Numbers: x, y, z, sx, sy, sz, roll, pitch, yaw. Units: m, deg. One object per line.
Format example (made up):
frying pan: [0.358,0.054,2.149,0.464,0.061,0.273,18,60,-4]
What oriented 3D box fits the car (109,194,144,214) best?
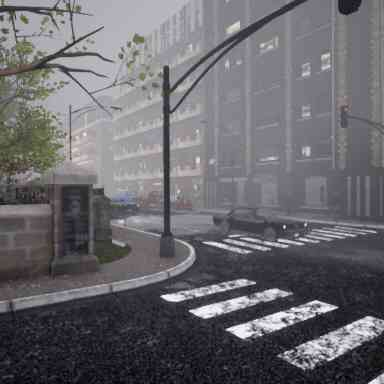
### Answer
car: [-6.271,1.150,28.754,1.895,1.301,4.718,0,1,-36]

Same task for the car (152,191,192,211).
car: [-1.757,0.950,32.413,1.967,1.590,4.097,1,1,-36]

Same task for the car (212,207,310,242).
car: [3.142,1.450,15.901,1.895,1.301,4.718,0,2,-36]

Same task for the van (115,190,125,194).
van: [-8.280,0.655,41.324,1.690,1.788,3.998,1,1,-36]

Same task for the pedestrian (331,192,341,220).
pedestrian: [9.513,0.902,21.976,0.375,1.860,0.375,1,-1,-36]

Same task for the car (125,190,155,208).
car: [-5.018,0.727,36.867,2.192,1.841,5.009,1,1,-36]
